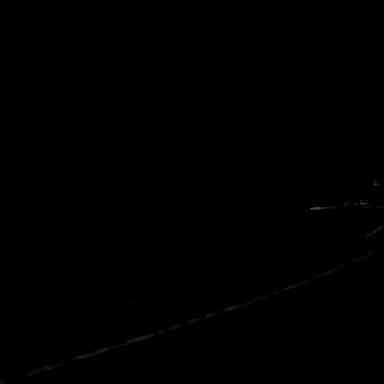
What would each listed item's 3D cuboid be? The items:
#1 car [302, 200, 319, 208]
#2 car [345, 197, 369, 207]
[{"bbox_3d":[22.707,2.259,63.948,2.128,1.511,4.902,-5,-2,-4],"label":"car"},{"bbox_3d":[26.508,1.570,53.697,1.837,1.490,4.892,-5,-2,-3],"label":"car"}]
